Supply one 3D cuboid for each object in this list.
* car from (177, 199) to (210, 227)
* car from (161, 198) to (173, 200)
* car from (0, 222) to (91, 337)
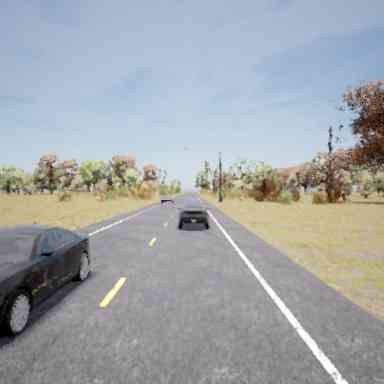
[{"bbox_3d":[0.106,1.425,21.807,1.837,1.490,4.892,0,0,0],"label":"car"},{"bbox_3d":[-3.489,1.076,47.689,1.895,1.301,4.718,0,0,0],"label":"car"},{"bbox_3d":[-3.598,1.452,6.796,1.882,1.535,5.008,0,0,0],"label":"car"}]
